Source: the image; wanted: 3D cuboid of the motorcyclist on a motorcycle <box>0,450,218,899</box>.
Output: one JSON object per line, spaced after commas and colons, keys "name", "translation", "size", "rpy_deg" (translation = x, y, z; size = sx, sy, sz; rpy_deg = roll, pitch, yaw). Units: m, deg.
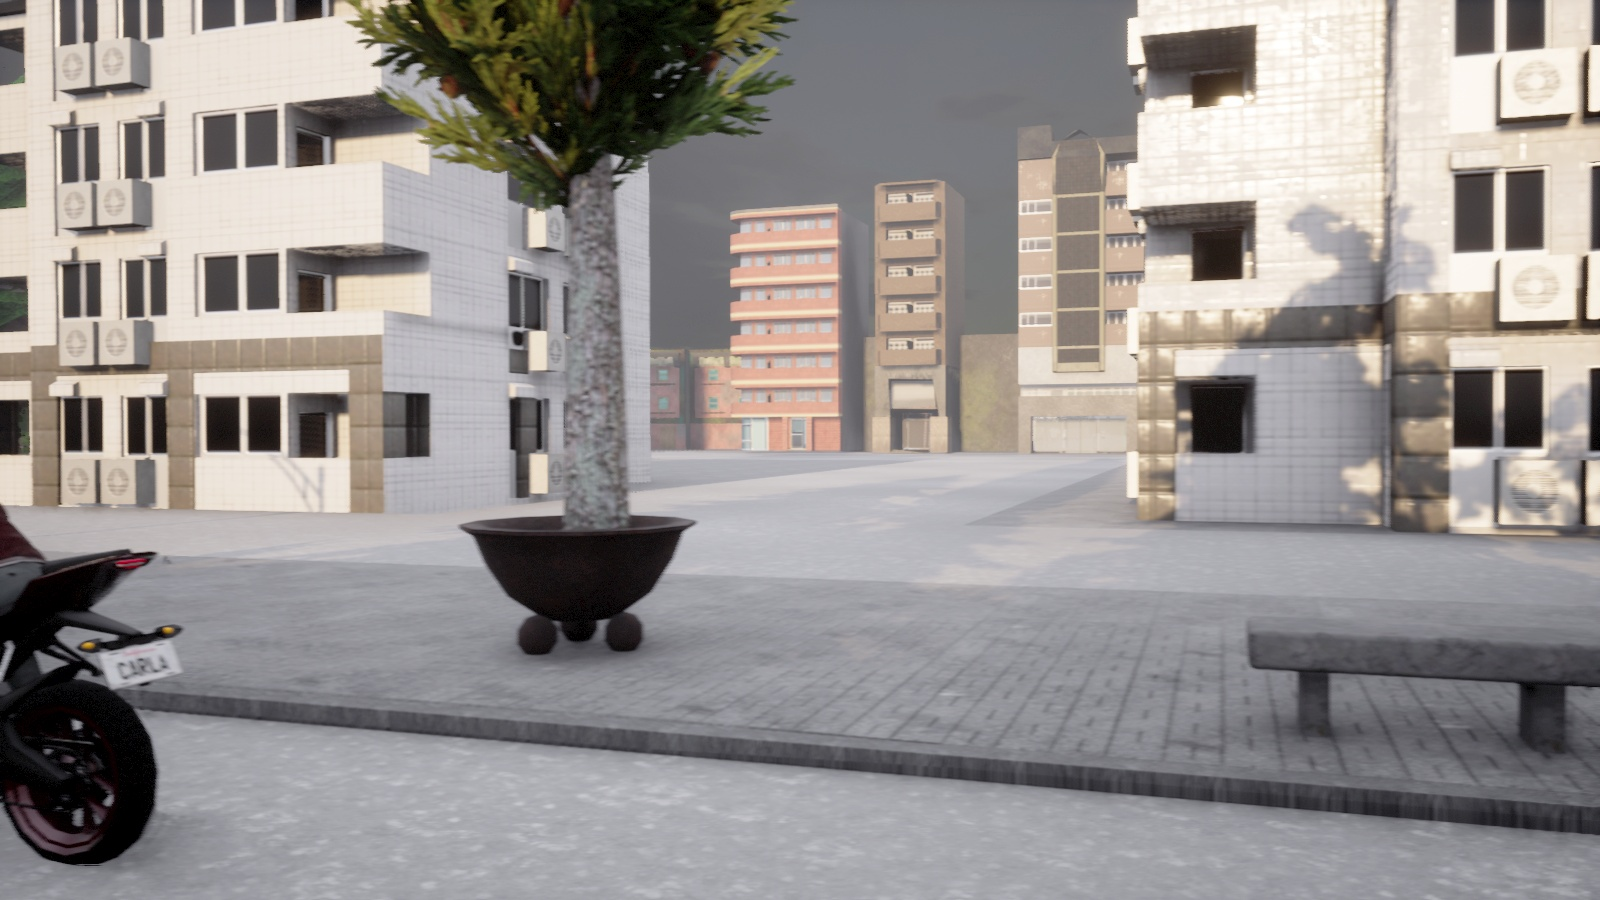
{"name": "motorcyclist on a motorcycle", "translation": [-3.474, 0.770, 4.893], "size": [2.191, 1.530, 0.866], "rpy_deg": [1, 1, 19]}
